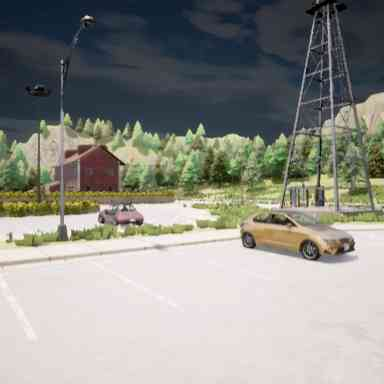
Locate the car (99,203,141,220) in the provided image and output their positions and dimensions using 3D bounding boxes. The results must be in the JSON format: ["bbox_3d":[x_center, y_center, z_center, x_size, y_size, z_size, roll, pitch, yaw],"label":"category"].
[{"bbox_3d":[-4.746,1.463,21.905,1.784,1.438,3.905,0,0,-35],"label":"car"}]

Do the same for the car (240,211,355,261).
[{"bbox_3d":[3.640,1.450,12.076,1.816,1.474,4.193,0,0,-35],"label":"car"}]
